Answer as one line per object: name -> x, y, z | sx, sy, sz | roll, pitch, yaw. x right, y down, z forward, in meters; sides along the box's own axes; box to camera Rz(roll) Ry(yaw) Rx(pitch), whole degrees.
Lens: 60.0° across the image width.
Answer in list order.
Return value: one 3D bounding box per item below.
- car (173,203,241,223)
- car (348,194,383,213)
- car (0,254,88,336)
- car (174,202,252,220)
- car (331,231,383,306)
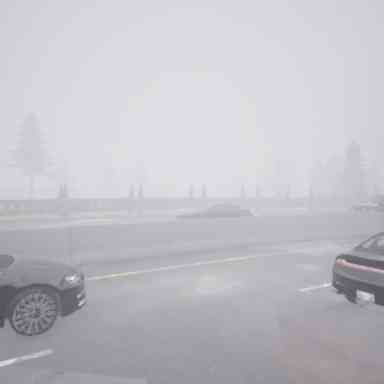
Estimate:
car -> 1.130, 1.493, 24.622 | 4.718, 1.301, 1.895 | 0, 0, -26
car -> 13.215, 1.130, 22.331 | 5.566, 2.045, 2.150 | 0, 0, -21
car -> -4.122, 1.465, 4.959 | 4.902, 1.511, 2.128 | 0, 0, -36
car -> 1.395, 1.382, 20.788 | 5.008, 1.535, 1.882 | 0, 0, -27
car -> 4.884, 1.453, 6.551 | 4.902, 1.511, 2.128 | 0, 0, -30
